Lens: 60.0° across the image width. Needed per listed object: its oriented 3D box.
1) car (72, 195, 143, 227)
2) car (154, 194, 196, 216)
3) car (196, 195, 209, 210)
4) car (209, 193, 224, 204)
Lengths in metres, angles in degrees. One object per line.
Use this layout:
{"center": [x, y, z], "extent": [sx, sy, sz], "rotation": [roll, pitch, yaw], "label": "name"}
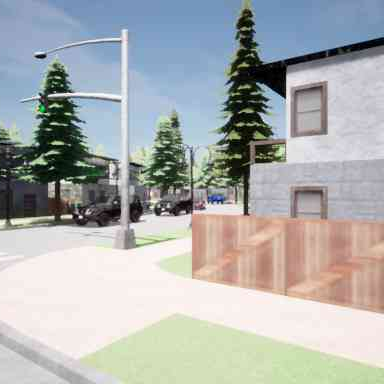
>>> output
{"center": [-5.640, 1.202, 23.094], "extent": [2.150, 2.045, 5.566], "rotation": [0, 0, 27], "label": "car"}
{"center": [-1.747, 1.202, 32.471], "extent": [2.150, 2.045, 5.566], "rotation": [0, 0, 18], "label": "car"}
{"center": [0.510, 1.332, 42.070], "extent": [2.097, 1.767, 4.553], "rotation": [0, 0, 9], "label": "car"}
{"center": [4.266, 1.201, 60.854], "extent": [2.150, 2.045, 5.566], "rotation": [0, 0, -9], "label": "car"}
